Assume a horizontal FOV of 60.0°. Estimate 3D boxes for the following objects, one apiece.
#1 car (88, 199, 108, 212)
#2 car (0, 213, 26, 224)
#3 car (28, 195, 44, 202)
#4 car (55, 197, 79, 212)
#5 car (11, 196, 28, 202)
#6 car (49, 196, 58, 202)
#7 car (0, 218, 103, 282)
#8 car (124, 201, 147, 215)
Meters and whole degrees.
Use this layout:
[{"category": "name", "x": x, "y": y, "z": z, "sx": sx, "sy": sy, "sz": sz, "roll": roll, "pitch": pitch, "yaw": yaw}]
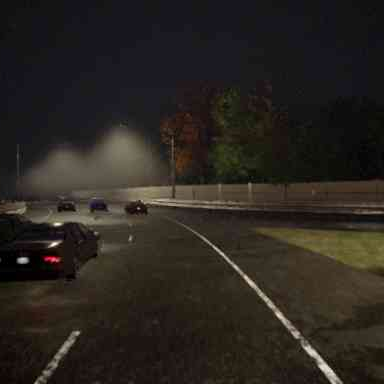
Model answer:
[{"category": "car", "x": -11.465, "y": 1.594, "z": 40.479, "sx": 1.882, "sy": 1.535, "sz": 5.008, "roll": 0, "pitch": 0, "yaw": -22}, {"category": "car", "x": -8.044, "y": 1.617, "z": 14.155, "sx": 2.033, "sy": 1.411, "sz": 5.357, "roll": 0, "pitch": 0, "yaw": -9}, {"category": "car", "x": -38.218, "y": 1.509, "z": 79.859, "sx": 4.553, "sy": 1.767, "sz": 2.097, "roll": 0, "pitch": 0, "yaw": 41}, {"category": "car", "x": -15.598, "y": 1.710, "z": 41.306, "sx": 1.994, "sy": 1.385, "sz": 4.181, "roll": 0, "pitch": 0, "yaw": -23}, {"category": "car", "x": -40.648, "y": 1.669, "z": 77.339, "sx": 4.892, "sy": 1.490, "sz": 1.837, "roll": 0, "pitch": 0, "yaw": 41}, {"category": "car", "x": -33.920, "y": 1.666, "z": 82.289, "sx": 2.033, "sy": 1.411, "sz": 5.357, "roll": 0, "pitch": 0, "yaw": -34}, {"category": "car", "x": -4.012, "y": 1.585, "z": 9.930, "sx": 2.033, "sy": 1.411, "sz": 5.357, "roll": 0, "pitch": 0, "yaw": -5}, {"category": "car", "x": -6.041, "y": 1.638, "z": 35.572, "sx": 1.994, "sy": 1.385, "sz": 4.181, "roll": 0, "pitch": 0, "yaw": -18}]
